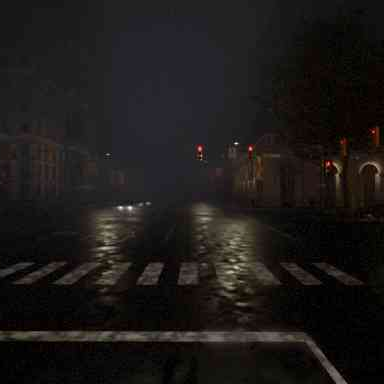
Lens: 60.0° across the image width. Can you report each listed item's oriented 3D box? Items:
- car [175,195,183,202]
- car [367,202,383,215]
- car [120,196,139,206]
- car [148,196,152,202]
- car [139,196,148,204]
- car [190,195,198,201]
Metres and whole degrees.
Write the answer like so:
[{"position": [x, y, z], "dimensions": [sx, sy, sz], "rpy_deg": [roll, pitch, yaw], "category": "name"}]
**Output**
[{"position": [-3.088, 1.449, 78.591], "dimensions": [2.128, 1.511, 4.902], "rpy_deg": [0, 0, 1], "category": "car"}, {"position": [19.572, 1.564, 32.701], "dimensions": [4.181, 1.385, 1.994], "rpy_deg": [0, 0, 0], "category": "car"}, {"position": [-10.430, 1.600, 54.624], "dimensions": [1.895, 1.301, 4.718], "rpy_deg": [0, 0, 0], "category": "car"}, {"position": [-10.150, 1.595, 73.989], "dimensions": [1.895, 1.301, 4.718], "rpy_deg": [0, 0, 1], "category": "car"}, {"position": [-10.339, 1.477, 63.704], "dimensions": [1.882, 1.535, 5.008], "rpy_deg": [0, 1, 1], "category": "car"}, {"position": [0.412, 1.449, 78.545], "dimensions": [2.128, 1.511, 4.902], "rpy_deg": [0, 0, 1], "category": "car"}]
